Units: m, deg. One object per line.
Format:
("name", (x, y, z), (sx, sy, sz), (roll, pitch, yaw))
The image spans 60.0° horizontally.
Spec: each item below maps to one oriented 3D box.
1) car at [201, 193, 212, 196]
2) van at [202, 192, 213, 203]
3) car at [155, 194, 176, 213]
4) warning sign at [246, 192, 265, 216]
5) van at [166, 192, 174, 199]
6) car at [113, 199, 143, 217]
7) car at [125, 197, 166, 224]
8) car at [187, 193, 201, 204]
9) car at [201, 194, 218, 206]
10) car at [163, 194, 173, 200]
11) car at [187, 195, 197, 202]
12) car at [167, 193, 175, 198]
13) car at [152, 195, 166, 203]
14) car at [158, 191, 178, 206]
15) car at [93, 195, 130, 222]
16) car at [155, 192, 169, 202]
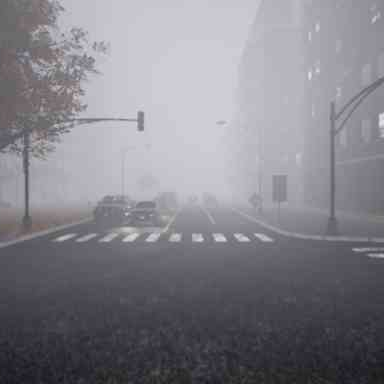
("car", (2.698, 1.204, 52.289), (1.752, 1.417, 4.829), (0, 0, 0))
("van", (2.699, 0.991, 57.641), (1.690, 1.788, 3.998), (0, 0, 0))
("car", (-3.089, 1.282, 33.357), (2.128, 1.511, 4.902), (0, 0, 0))
("warning sign", (5.074, 0.946, 26.627), (1.300, 1.860, 1.060), (0, 0, 0))
("van", (-5.677, 0.850, 85.256), (1.690, 1.788, 3.998), (0, 0, 0))
("car", (-5.687, 1.376, 30.030), (1.947, 1.339, 4.313), (0, 0, 0))
("car", (-3.095, 1.357, 23.150), (1.837, 1.490, 4.892), (0, 0, 0))
("car", (0.101, 1.220, 53.433), (2.033, 1.411, 5.357), (0, 0, 0))
("car", (2.698, 1.277, 46.596), (1.947, 1.339, 4.313), (0, 0, 0))
("car", (-5.678, 1.087, 79.735), (2.008, 1.369, 4.403), (0, 0, 0))
("car", (0.011, 1.216, 64.111), (1.895, 1.301, 4.718), (0, 0, 0))
("car", (-5.676, 1.026, 90.780), (1.887, 1.381, 4.507), (0, 0, 0))
("car", (-5.682, 1.216, 57.645), (1.947, 1.339, 4.313), (0, 0, 0))
("car", (-3.077, 0.949, 43.933), (2.150, 2.045, 5.566), (0, 0, -1))
("car", (-5.688, 1.159, 24.506), (2.192, 1.841, 5.009), (0, 0, 0))
("car", (-5.681, 0.935, 63.165), (2.192, 1.841, 5.009), (0, 0, 0))
